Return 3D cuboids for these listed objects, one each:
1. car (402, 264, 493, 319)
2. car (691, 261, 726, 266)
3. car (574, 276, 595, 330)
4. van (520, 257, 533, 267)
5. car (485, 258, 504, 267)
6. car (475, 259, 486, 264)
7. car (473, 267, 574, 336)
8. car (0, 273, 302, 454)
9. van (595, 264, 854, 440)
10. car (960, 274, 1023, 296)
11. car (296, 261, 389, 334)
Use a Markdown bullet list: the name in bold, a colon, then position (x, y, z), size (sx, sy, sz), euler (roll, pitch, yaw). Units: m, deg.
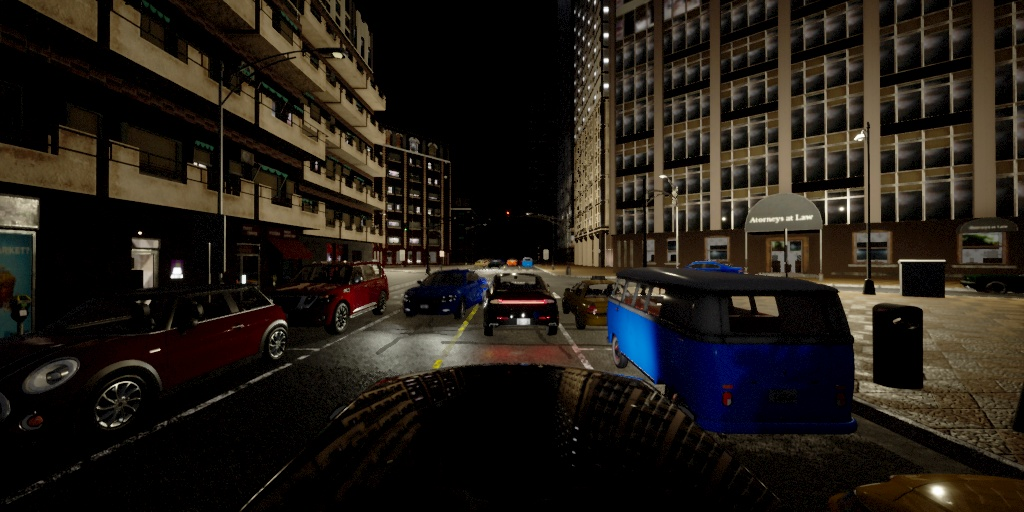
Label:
- **car**: position (-2.236, 1.232, 13.099), size (1.882, 1.535, 5.008), euler (0, 0, 9)
- **car**: position (12.777, 1.120, 24.387), size (5.008, 1.535, 1.882), euler (0, -1, 31)
- **car**: position (2.568, 1.279, 10.952), size (1.751, 1.417, 4.829), euler (0, 0, 0)
- **van**: position (2.579, 1.167, 59.775), size (1.690, 1.789, 3.998), euler (0, 0, 0)
- **car**: position (-2.804, 1.425, 58.866), size (1.895, 1.301, 4.718), euler (0, 0, 2)
- **car**: position (-5.302, 1.352, 59.607), size (1.751, 1.417, 4.829), euler (0, 0, 0)
- **car**: position (0.135, 1.245, 10.388), size (2.128, 1.511, 4.902), euler (0, 0, -3)
- **car**: position (-5.314, 1.191, 5.242), size (1.967, 1.591, 4.097), euler (0, 0, 0)
- **van**: position (2.567, 1.092, 5.246), size (1.690, 1.789, 3.998), euler (0, 0, 0)
- **car**: position (23.695, 1.140, 15.880), size (4.718, 1.301, 1.895), euler (-1, -1, 41)
- **car**: position (-5.313, 1.068, 10.778), size (2.192, 1.841, 5.009), euler (0, 0, 0)
